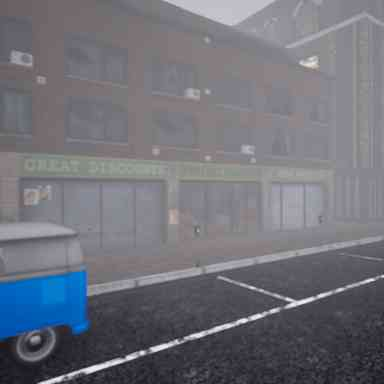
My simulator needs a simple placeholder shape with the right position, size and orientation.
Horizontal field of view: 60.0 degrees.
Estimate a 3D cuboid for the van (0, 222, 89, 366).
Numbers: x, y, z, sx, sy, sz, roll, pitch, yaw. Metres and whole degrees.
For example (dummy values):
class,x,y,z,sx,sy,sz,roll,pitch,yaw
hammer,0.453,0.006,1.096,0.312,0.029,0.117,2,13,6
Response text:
class,x,y,z,sx,sy,sz,roll,pitch,yaw
van,-3.360,1.344,4.164,3.998,1.788,1.690,0,0,-35
